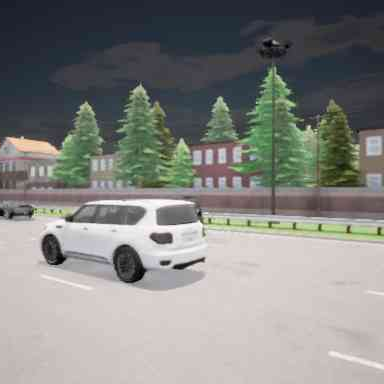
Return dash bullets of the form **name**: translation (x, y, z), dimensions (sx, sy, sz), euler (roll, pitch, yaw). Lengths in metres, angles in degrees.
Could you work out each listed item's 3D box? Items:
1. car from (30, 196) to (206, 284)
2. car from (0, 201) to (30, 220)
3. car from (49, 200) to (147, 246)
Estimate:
- **car**: translation (-2.205, 1.215, 9.810), dimensions (5.566, 2.045, 2.150), euler (0, 0, 36)
- **car**: translation (-15.103, 1.457, 27.645), dimensions (4.902, 1.511, 2.128), euler (0, 0, 36)
- **car**: translation (-4.551, 1.338, 15.818), dimensions (4.553, 1.767, 2.097), euler (0, 0, 36)
